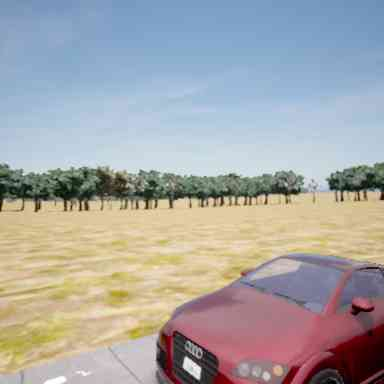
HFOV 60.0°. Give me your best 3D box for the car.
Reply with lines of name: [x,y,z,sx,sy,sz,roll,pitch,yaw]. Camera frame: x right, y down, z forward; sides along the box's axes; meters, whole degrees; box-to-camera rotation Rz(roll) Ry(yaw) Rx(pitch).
car: [1.637,1.580,4.460,4.181,1.385,1.994,0,0,-35]
